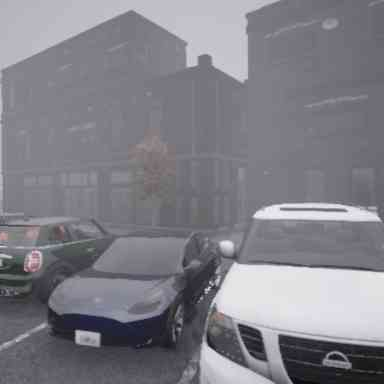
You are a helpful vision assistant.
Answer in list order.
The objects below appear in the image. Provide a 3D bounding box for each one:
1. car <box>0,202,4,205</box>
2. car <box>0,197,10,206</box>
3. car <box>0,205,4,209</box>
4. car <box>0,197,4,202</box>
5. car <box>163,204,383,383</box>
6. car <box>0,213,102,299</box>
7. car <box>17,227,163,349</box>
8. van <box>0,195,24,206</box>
[{"bbox_3d":[-10.405,1.464,13.729,2.185,1.767,4.553,0,-1,16],"label":"car"},{"bbox_3d":[-37.652,1.817,63.727,4.553,1.767,2.185,-1,-1,14],"label":"car"},{"bbox_3d":[-5.570,1.416,10.148,2.185,1.767,4.553,-1,-1,16],"label":"car"},{"bbox_3d":[-28.828,1.853,46.566,4.792,1.488,2.163,0,1,14],"label":"car"},{"bbox_3d":[1.734,1.224,4.864,2.435,2.045,5.566,0,-1,16],"label":"car"},{"bbox_3d":[-3.139,1.393,8.387,2.185,1.767,4.553,0,-1,16],"label":"car"},{"bbox_3d":[-0.694,1.526,6.623,2.163,1.488,4.792,0,-1,16],"label":"car"},{"bbox_3d":[-36.034,1.710,66.234,4.442,1.987,1.878,-1,0,14],"label":"van"}]
